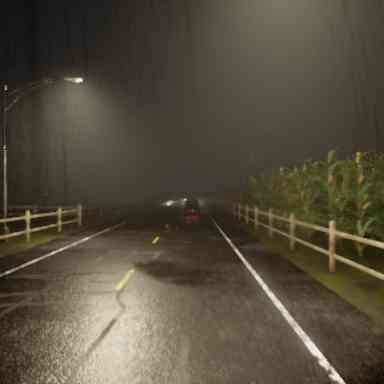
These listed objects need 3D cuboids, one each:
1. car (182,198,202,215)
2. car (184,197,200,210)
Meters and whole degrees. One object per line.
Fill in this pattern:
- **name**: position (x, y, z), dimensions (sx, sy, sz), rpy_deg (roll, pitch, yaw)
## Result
- **car**: position (0.006, 1.693, 37.059), dimensions (1.837, 1.490, 4.892), rpy_deg (0, 0, 0)
- **car**: position (0.016, 1.601, 47.875), dimensions (2.097, 1.767, 4.553), rpy_deg (0, 0, 0)
